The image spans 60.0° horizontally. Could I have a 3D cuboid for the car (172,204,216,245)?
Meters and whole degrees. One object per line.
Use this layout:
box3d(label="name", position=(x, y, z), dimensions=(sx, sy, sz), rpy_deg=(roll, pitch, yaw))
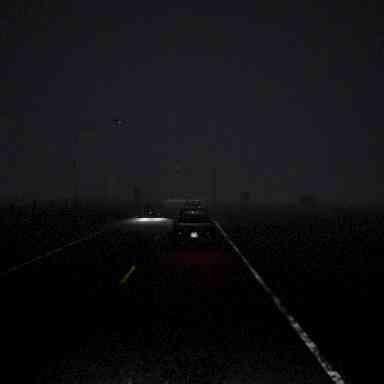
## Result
box3d(label="car", position=(0.091, 1.512, 15.630), dimensions=(2.128, 1.511, 4.902), rpy_deg=(0, 0, 0))

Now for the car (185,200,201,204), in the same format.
box3d(label="car", position=(0.093, 1.527, 31.287), dimensions=(2.128, 1.511, 4.902), rpy_deg=(0, 0, 0))

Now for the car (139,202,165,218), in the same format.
box3d(label="car", position=(-3.599, 1.599, 30.706), dimensions=(1.994, 1.385, 4.181), rpy_deg=(0, 0, 0))
